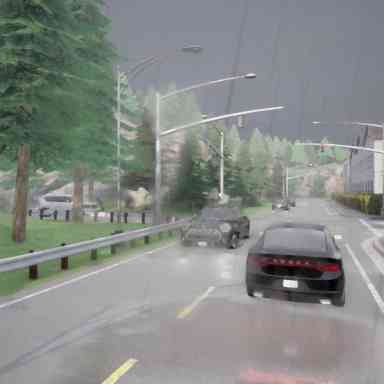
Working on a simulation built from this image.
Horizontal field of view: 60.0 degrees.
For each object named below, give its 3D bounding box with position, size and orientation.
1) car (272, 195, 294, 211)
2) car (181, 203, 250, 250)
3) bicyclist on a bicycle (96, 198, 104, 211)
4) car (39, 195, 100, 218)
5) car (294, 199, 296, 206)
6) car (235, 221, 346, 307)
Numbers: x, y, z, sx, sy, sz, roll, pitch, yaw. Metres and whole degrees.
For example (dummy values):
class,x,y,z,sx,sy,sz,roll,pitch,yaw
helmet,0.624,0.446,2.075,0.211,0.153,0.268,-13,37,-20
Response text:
class,x,y,z,sx,sy,sz,roll,pitch,yaw
car,11.151,1.500,41.556,2.128,1.511,4.902,0,0,21
car,1.192,1.354,14.507,2.097,1.767,4.553,0,0,21
bicyclist on a bicycle,-10.218,1.422,36.632,0.582,1.620,1.656,-2,5,20
car,-10.856,1.244,29.359,5.566,2.045,2.150,0,0,20
car,14.599,1.362,50.721,2.097,1.767,4.553,0,0,21
car,2.618,1.479,8.223,1.882,1.535,5.008,0,0,21
